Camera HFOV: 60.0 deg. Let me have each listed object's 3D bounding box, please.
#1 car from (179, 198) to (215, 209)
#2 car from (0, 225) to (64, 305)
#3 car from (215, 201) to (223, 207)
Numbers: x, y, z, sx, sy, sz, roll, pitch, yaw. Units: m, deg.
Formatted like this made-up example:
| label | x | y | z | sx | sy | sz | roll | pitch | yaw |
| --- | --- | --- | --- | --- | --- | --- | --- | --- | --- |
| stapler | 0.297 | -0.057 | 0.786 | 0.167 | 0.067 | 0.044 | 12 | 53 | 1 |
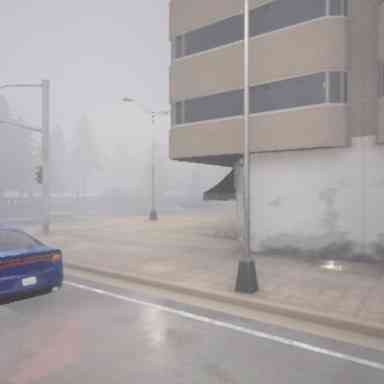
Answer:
| label | x | y | z | sx | sy | sz | roll | pitch | yaw |
| --- | --- | --- | --- | --- | --- | --- | --- | --- | --- |
| car | 0.392 | 1.488 | 44.371 | 4.181 | 1.385 | 1.994 | 0 | 0 | -28 |
| car | -4.959 | 1.471 | 7.501 | 5.008 | 1.535 | 1.882 | 0 | 0 | 36 |
| car | 2.068 | 1.524 | 49.162 | 4.718 | 1.301 | 1.895 | 0 | 0 | -23 |
